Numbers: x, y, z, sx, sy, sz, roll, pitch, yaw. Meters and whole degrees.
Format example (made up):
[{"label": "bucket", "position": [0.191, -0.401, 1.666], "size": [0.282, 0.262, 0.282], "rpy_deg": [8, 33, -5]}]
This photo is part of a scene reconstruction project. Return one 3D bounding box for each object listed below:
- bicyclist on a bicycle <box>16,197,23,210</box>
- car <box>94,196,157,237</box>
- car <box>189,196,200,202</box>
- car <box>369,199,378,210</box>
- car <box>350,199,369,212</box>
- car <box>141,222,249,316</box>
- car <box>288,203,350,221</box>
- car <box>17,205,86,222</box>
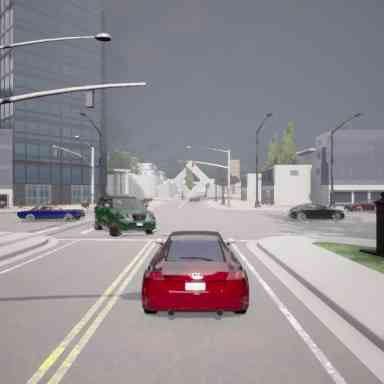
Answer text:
[{"label": "bicyclist on a bicycle", "position": [-22.002, 1.466, 42.502], "size": [0.582, 1.620, 1.656], "rpy_deg": [-1, 0, 0]}, {"label": "car", "position": [-3.885, 1.241, 18.681], "size": [2.150, 2.045, 5.566], "rpy_deg": [2, -1, -30]}, {"label": "car", "position": [0.688, 1.595, 76.964], "size": [1.895, 1.301, 4.718], "rpy_deg": [0, 0, 12]}, {"label": "car", "position": [21.522, 1.167, 33.567], "size": [5.566, 2.045, 2.150], "rpy_deg": [0, 0, 0]}, {"label": "car", "position": [19.846, 1.502, 37.070], "size": [5.357, 1.411, 2.033], "rpy_deg": [0, 0, -1]}, {"label": "car", "position": [0.070, 1.564, 7.623], "size": [1.994, 1.385, 4.181], "rpy_deg": [0, 0, 0]}, {"label": "car", "position": [9.745, 1.560, 26.280], "size": [4.181, 1.385, 1.994], "rpy_deg": [0, 0, 0]}, {"label": "car", "position": [-10.921, 1.658, 26.114], "size": [4.718, 1.301, 1.895], "rpy_deg": [0, 0, 0]}]
